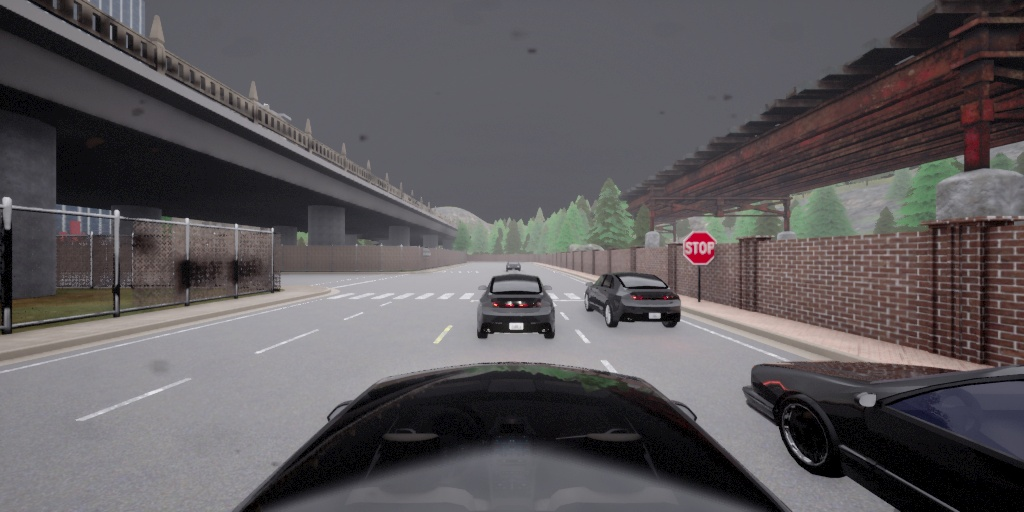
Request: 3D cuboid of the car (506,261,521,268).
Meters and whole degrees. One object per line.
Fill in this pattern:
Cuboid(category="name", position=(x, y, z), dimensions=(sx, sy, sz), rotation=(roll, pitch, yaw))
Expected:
Cuboid(category="car", position=(0.164, 1.351, 46.352), dimensions=(1.895, 1.301, 4.718), rotation=(0, 0, -1))

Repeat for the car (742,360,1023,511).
Cuboid(category="car", position=(3.600, 1.297, 1.687), dimensions=(2.033, 1.411, 5.357), rotation=(0, 0, 0))

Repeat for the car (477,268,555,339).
Cuboid(category="car", position=(0.095, 1.255, 10.073), dimensions=(1.837, 1.490, 4.892), rotation=(0, 0, 0))

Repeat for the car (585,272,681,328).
Cuboid(category="car", position=(3.596, 1.255, 11.433), dimensions=(1.837, 1.490, 4.892), rotation=(0, 0, 0))
